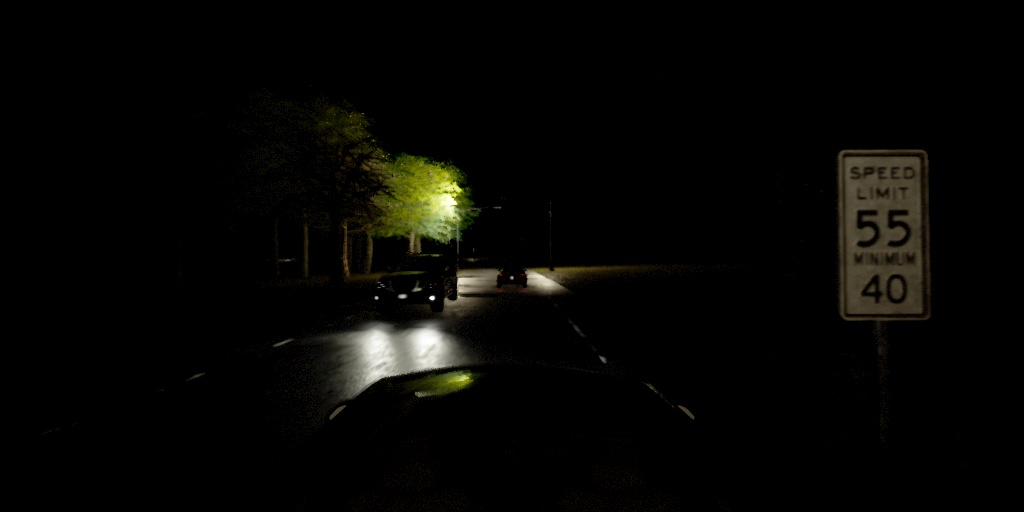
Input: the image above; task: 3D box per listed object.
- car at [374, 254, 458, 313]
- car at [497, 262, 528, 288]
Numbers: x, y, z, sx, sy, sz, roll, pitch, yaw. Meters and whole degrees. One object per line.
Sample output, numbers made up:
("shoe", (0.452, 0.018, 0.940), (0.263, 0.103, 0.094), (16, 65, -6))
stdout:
("car", (-3.506, 0.936, 14.256), (2.150, 2.045, 5.566), (0, 0, 0))
("car", (0.020, 1.307, 23.983), (1.994, 1.385, 4.181), (0, 0, 1))
